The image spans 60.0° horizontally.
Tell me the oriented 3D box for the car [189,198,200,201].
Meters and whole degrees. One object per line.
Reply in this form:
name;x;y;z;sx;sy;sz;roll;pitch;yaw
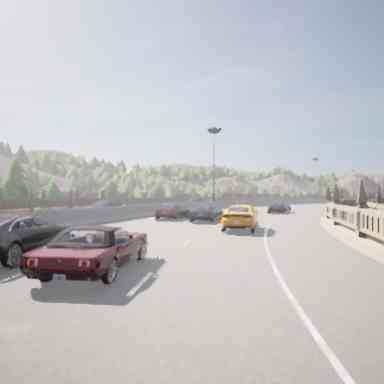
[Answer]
car;0.456;1.857;62.770;1.837;1.490;4.892;0;-1;37

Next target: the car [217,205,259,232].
car;3.071;1.544;20.680;1.882;1.535;5.008;0;0;15

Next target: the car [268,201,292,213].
car;10.271;1.740;38.859;1.994;1.385;4.181;0;0;28

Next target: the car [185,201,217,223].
car;1.233;1.651;26.651;1.994;1.385;4.181;0;0;18

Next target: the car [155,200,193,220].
car;-1.626;1.654;29.095;1.994;1.385;4.181;0;0;18

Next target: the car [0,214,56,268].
car;-5.933;1.494;11.310;2.128;1.511;4.902;0;0;7

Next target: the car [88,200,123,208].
car;-9.765;1.609;37.728;2.128;1.511;4.902;0;0;23

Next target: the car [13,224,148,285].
car;-2.667;1.611;9.568;1.895;1.301;4.718;0;0;7

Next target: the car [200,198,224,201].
car;3.796;1.789;55.440;1.837;1.490;4.892;0;-1;35
